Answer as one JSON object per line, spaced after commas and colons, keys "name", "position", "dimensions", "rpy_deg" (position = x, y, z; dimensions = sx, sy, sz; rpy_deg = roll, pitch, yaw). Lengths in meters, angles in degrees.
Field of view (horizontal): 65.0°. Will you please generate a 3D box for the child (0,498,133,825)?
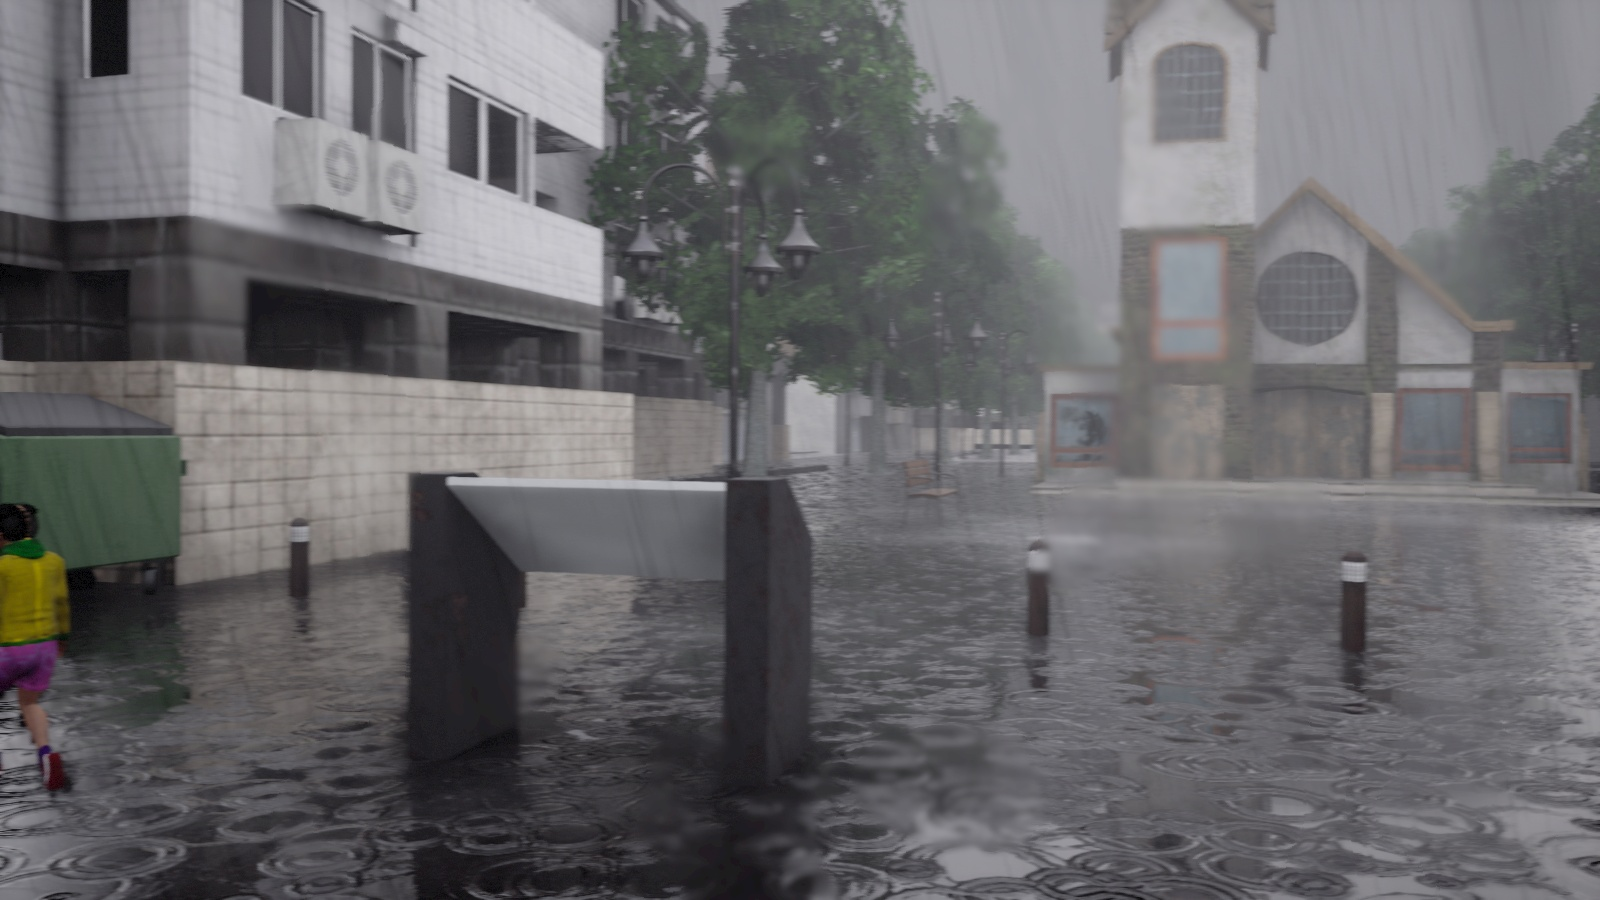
{"name": "child", "position": [-2.839, 0.773, 4.775], "dimensions": [0.473, 1.160, 0.299], "rpy_deg": [0, 1, 27]}
